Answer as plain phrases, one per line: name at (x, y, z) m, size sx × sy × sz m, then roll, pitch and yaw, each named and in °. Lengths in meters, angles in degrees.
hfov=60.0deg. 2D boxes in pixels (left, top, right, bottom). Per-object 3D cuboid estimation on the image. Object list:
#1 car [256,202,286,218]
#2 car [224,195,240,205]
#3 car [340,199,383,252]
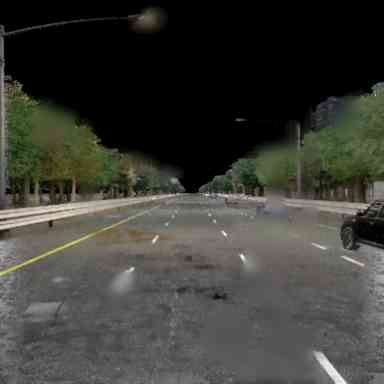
car at (6.999, 1.572, 29.849) m, size 1.994 × 1.385 × 4.181 m, roll 0°, pitch 0°, yaw 0°
car at (7.009, 1.573, 61.125) m, size 2.033 × 1.411 × 5.357 m, roll 0°, pitch 0°, yaw 0°
car at (7.000, 1.224, 10.931) m, size 2.150 × 2.045 × 5.566 m, roll 0°, pitch 0°, yaw 0°
